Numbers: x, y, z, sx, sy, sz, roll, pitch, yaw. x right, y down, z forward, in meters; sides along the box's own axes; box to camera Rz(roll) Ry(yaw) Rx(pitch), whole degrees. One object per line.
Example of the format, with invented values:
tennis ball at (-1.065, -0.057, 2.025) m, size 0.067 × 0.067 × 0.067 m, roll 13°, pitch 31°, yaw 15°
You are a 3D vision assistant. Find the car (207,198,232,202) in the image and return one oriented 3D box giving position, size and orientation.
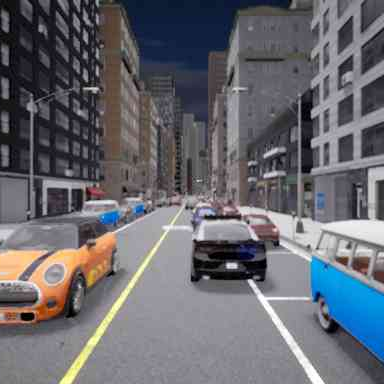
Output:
car at (2.862, 1.470, 31.799) m, size 2.192 × 1.841 × 5.009 m, roll 0°, pitch 0°, yaw 0°

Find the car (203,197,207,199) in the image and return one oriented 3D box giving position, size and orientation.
car at (2.865, 1.651, 42.802) m, size 1.967 × 1.590 × 4.097 m, roll 0°, pitch 0°, yaw 0°

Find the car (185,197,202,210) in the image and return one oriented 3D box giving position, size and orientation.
car at (0.028, 1.795, 46.804) m, size 1.994 × 1.385 × 4.181 m, roll 0°, pitch 0°, yaw 0°

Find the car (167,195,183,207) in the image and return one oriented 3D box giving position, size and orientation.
car at (-3.049, 1.768, 58.116) m, size 1.882 × 1.535 × 5.008 m, roll 0°, pitch -1°, yaw 0°

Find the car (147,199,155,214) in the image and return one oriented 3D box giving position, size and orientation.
car at (-5.661, 1.748, 37.302) m, size 1.947 × 1.339 × 4.313 m, roll 0°, pitch 0°, yaw 0°

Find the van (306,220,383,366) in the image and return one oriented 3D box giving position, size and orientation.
van at (2.856, 1.362, 4.293) m, size 1.690 × 1.788 × 3.998 m, roll 0°, pitch 0°, yaw 0°

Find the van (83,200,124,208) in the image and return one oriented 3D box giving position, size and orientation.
van at (-5.666, 1.442, 20.800) m, size 1.690 × 1.788 × 3.998 m, roll 0°, pitch 0°, yaw 0°

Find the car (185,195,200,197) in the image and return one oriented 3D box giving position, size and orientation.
car at (0.014, 1.828, 60.311) m, size 1.812 × 1.442 × 4.674 m, roll 0°, pitch 0°, yaw 0°

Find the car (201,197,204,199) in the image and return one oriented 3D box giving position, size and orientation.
car at (2.868, 1.818, 53.804) m, size 2.008 × 1.369 × 4.403 m, roll 0°, pitch 0°, yaw 0°

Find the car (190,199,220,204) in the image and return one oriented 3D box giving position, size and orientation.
car at (0.906, 1.582, 26.161) m, size 1.801 × 1.575 × 5.366 m, roll 0°, pitch 0°, yaw 0°

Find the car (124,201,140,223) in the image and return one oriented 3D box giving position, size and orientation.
car at (-5.664, 1.678, 26.299) m, size 2.008 × 1.369 × 4.403 m, roll 0°, pitch 0°, yaw 0°

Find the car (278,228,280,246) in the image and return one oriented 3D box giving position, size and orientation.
car at (2.859, 1.656, 15.295) m, size 1.802 × 1.307 × 4.206 m, roll 0°, pitch 0°, yaw 0°

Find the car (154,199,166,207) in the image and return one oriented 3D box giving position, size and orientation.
car at (-5.657, 1.879, 59.307) m, size 1.802 × 1.307 × 4.206 m, roll 0°, pitch 0°, yaw 0°

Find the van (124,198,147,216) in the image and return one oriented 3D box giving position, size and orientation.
van at (-5.663, 1.496, 31.801) m, size 1.690 × 1.788 × 3.998 m, roll 0°, pitch 0°, yaw 0°

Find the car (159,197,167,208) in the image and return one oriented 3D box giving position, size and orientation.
car at (-5.657, 1.833, 53.806) m, size 1.947 × 1.339 × 4.313 m, roll 0°, pitch 0°, yaw 0°

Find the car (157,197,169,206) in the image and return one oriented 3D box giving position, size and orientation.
car at (-5.656, 1.766, 64.809) m, size 1.967 × 1.590 × 4.097 m, roll 0°, pitch 0°, yaw 0°

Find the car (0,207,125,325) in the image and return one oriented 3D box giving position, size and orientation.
car at (-3.100, 1.388, 7.475) m, size 2.097 × 1.767 × 4.553 m, roll 0°, pitch 0°, yaw 0°

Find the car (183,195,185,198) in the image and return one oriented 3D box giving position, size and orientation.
car at (-2.984, 1.826, 68.972) m, size 1.882 × 1.535 × 5.008 m, roll 0°, pitch 0°, yaw 0°

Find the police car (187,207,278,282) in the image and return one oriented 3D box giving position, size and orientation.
police car at (0.902, 1.474, 10.081) m, size 1.930 × 1.638 × 5.238 m, roll 0°, pitch 0°, yaw 0°

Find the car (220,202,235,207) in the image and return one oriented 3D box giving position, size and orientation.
car at (2.862, 1.709, 26.297) m, size 1.802 × 1.307 × 4.206 m, roll 0°, pitch 0°, yaw 0°

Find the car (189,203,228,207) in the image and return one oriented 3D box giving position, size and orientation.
car at (0.904, 1.623, 19.971) m, size 1.812 × 1.442 × 4.674 m, roll 0°, pitch 0°, yaw 0°

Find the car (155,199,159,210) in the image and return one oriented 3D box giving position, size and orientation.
car at (-5.660, 1.792, 42.803) m, size 1.802 × 1.307 × 4.206 m, roll 0°, pitch 0°, yaw 0°
